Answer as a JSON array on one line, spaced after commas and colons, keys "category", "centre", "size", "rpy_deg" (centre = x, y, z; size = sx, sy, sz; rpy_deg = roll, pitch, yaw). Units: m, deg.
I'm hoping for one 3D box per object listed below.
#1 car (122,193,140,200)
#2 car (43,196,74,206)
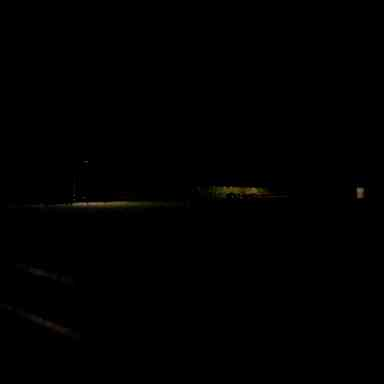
[{"category": "car", "centre": [-12.735, 0.964, 69.697], "size": [1.994, 1.385, 4.181], "rpy_deg": [0, 0, 31]}, {"category": "car", "centre": [-20.463, 1.355, 51.330], "size": [1.837, 1.490, 4.892], "rpy_deg": [0, 0, 31]}]
